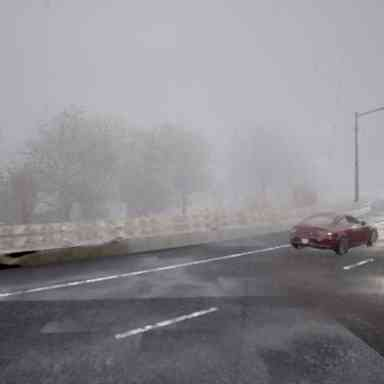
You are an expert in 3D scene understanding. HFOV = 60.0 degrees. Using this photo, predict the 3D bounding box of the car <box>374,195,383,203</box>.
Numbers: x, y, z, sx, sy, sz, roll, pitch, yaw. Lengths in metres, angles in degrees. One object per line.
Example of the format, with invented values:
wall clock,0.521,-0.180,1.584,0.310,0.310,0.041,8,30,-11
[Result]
car,36.649,1.396,64.156,1.812,1.442,4.674,0,0,13

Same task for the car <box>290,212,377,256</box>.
car,5.667,1.536,13.198,4.674,1.442,1.812,0,0,-42
